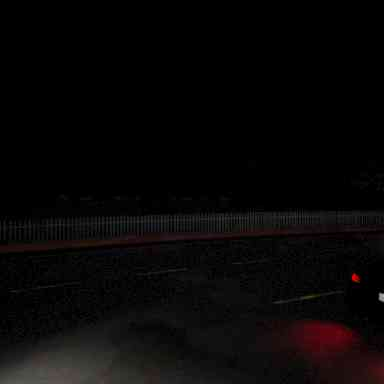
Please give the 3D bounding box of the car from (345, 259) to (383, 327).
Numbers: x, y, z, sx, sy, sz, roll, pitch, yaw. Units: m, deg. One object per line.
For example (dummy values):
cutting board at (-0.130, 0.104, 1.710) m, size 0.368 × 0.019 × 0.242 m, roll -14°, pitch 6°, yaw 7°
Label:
car at (4.758, 1.564, 5.749) m, size 4.181 × 1.385 × 1.994 m, roll 0°, pitch 0°, yaw -24°
